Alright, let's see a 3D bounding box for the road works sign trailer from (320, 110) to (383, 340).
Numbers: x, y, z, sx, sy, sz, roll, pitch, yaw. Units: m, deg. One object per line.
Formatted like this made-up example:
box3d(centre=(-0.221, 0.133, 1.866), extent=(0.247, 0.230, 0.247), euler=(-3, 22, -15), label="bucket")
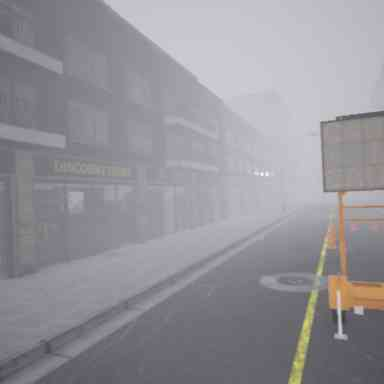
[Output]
box3d(centre=(3.629, 0.354, 5.890), extent=(2.380, 3.560, 2.880), euler=(-3, -1, 24), label="road works sign trailer")
